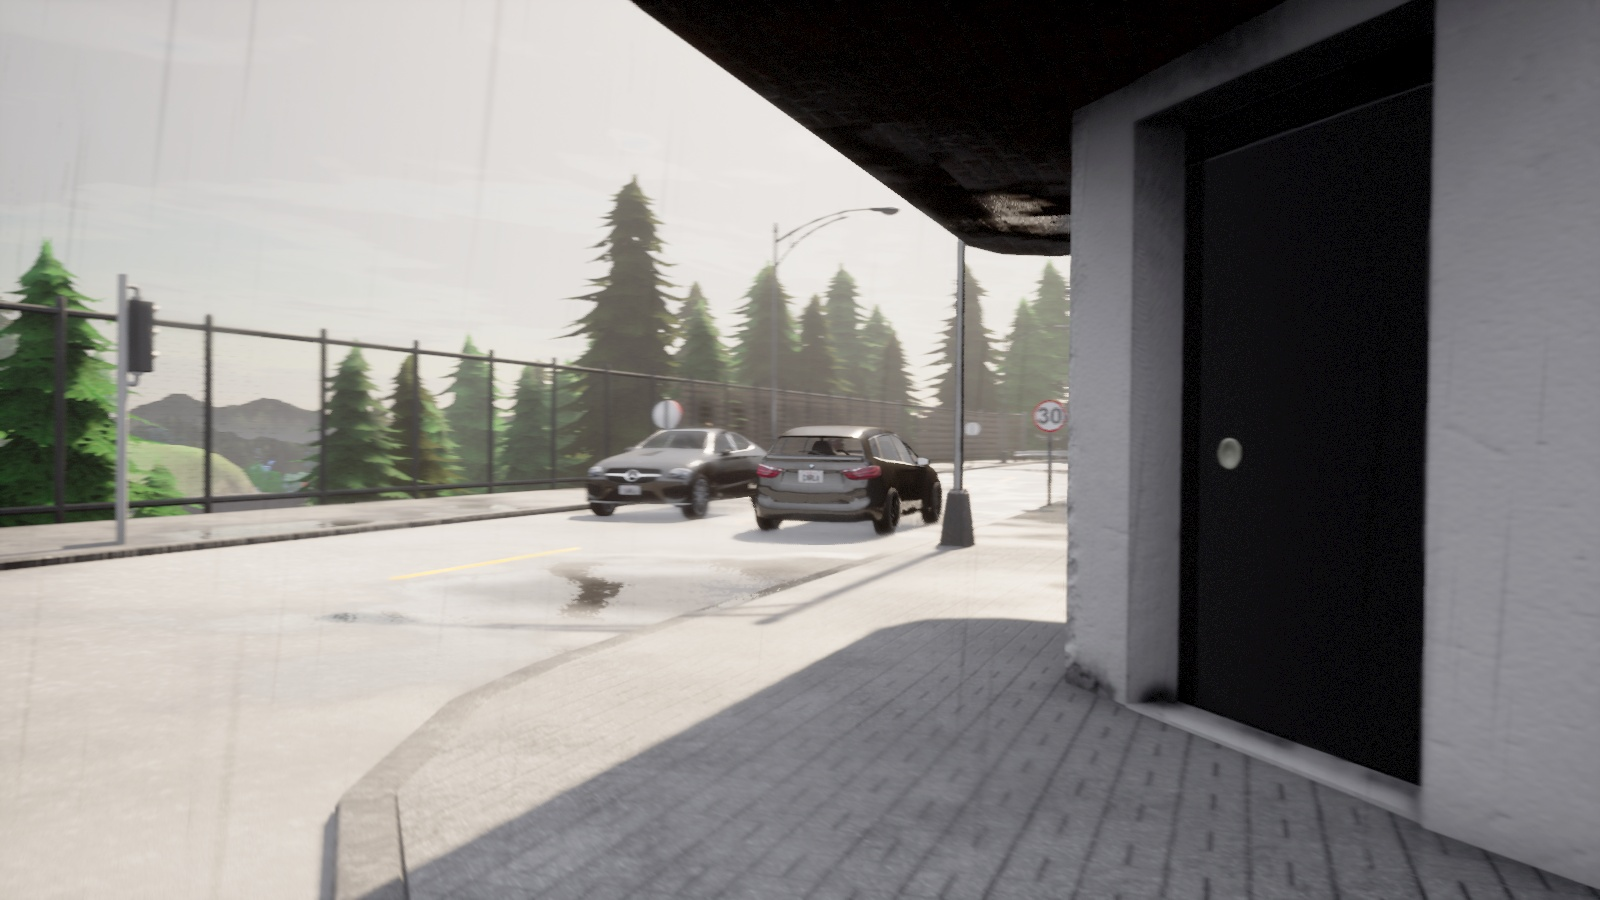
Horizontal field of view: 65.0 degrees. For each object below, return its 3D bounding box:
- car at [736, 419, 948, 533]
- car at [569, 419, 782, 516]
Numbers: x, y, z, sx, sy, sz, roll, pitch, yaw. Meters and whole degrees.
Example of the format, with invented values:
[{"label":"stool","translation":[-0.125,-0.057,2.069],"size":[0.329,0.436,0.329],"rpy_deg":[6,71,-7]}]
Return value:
[{"label":"car","translation":[0.855,0.355,20.822],"size":[2.242,1.667,4.611],"rpy_deg":[0,1,19]},{"label":"car","translation":[-2.222,0.276,24.164],"size":[2.152,1.651,5.027],"rpy_deg":[0,1,19]}]
